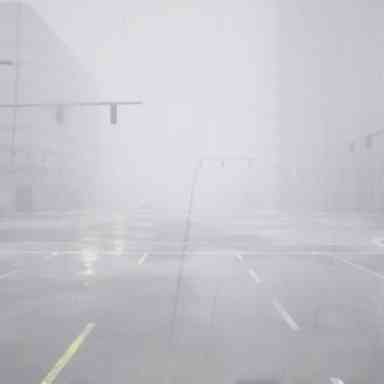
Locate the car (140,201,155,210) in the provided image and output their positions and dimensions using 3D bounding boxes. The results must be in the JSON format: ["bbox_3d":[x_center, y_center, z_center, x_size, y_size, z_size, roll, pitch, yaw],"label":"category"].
[{"bbox_3d":[-6.997,2.134,52.855,2.033,1.411,5.357,0,0,0],"label":"car"}]
